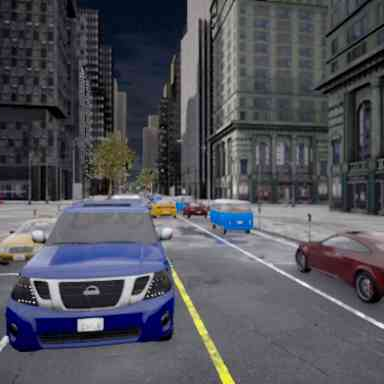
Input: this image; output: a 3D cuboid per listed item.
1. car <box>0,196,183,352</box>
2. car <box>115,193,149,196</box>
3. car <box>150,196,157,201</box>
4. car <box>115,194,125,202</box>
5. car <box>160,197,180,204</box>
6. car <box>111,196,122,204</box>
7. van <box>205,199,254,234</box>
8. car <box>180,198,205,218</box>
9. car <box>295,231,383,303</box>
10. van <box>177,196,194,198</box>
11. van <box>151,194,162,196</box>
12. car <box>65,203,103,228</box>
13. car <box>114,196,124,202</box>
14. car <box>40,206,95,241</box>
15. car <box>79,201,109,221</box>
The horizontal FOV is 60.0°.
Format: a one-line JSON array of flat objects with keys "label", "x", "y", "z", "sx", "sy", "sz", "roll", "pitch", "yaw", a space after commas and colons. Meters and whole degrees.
[{"label": "car", "x": -1.683, "y": 1.220, "z": 6.666, "sx": 2.150, "sy": 2.045, "sz": 5.566, "roll": 0, "pitch": 0, "yaw": -10}, {"label": "car", "x": -3.934, "y": 1.218, "z": 19.938, "sx": 2.150, "sy": 2.045, "sz": 5.566, "roll": 0, "pitch": 0, "yaw": -10}, {"label": "car", "x": -10.250, "y": 1.605, "z": 88.560, "sx": 1.802, "sy": 1.307, "sz": 4.206, "roll": 0, "pitch": 0, "yaw": -10}, {"label": "car", "x": -17.636, "y": 1.336, "z": 81.391, "sx": 2.192, "sy": 1.841, "sz": 5.009, "roll": 0, "pitch": 0, "yaw": -10}, {"label": "car", "x": -2.524, "y": 1.471, "z": 29.623, "sx": 1.882, "sy": 1.535, "sz": 5.008, "roll": 0, "pitch": 0, "yaw": -10}, {"label": "car", "x": -14.842, "y": 1.534, "z": 65.597, "sx": 1.752, "sy": 1.417, "sz": 4.829, "roll": 0, "pitch": 0, "yaw": -10}, {"label": "van", "x": 2.125, "y": 1.335, "z": 18.851, "sx": 1.690, "sy": 1.788, "sz": 3.998, "roll": 0, "pitch": 0, "yaw": -10}, {"label": "car", "x": 0.197, "y": 1.537, "z": 29.731, "sx": 1.887, "sy": 1.381, "sz": 4.507, "roll": 0, "pitch": 0, "yaw": -10}, {"label": "car", "x": 4.053, "y": 1.578, "z": 7.970, "sx": 1.802, "sy": 1.307, "sz": 4.206, "roll": 0, "pitch": 0, "yaw": -10}, {"label": "van", "x": -0.766, "y": 1.334, "z": 35.171, "sx": 1.690, "sy": 1.788, "sz": 3.998, "roll": 0, "pitch": 0, "yaw": -10}, {"label": "van", "x": -7.414, "y": 1.350, "z": 72.570, "sx": 1.690, "sy": 1.788, "sz": 3.998, "roll": 0, "pitch": 0, "yaw": -10}, {"label": "car", "x": -7.264, "y": 1.541, "z": 22.815, "sx": 1.887, "sy": 1.381, "sz": 4.507, "roll": 0, "pitch": 0, "yaw": -10}, {"label": "car", "x": -16.713, "y": 1.561, "z": 76.183, "sx": 1.887, "sy": 1.381, "sz": 4.507, "roll": 0, "pitch": 0, "yaw": -10}, {"label": "car", "x": -6.298, "y": 1.542, "z": 17.374, "sx": 1.887, "sy": 1.381, "sz": 4.507, "roll": 0, "pitch": 0, "yaw": -10}, {"label": "car", "x": -8.230, "y": 1.541, "z": 28.255, "sx": 1.887, "sy": 1.381, "sz": 4.507, "roll": 0, "pitch": 0, "yaw": -10}]
